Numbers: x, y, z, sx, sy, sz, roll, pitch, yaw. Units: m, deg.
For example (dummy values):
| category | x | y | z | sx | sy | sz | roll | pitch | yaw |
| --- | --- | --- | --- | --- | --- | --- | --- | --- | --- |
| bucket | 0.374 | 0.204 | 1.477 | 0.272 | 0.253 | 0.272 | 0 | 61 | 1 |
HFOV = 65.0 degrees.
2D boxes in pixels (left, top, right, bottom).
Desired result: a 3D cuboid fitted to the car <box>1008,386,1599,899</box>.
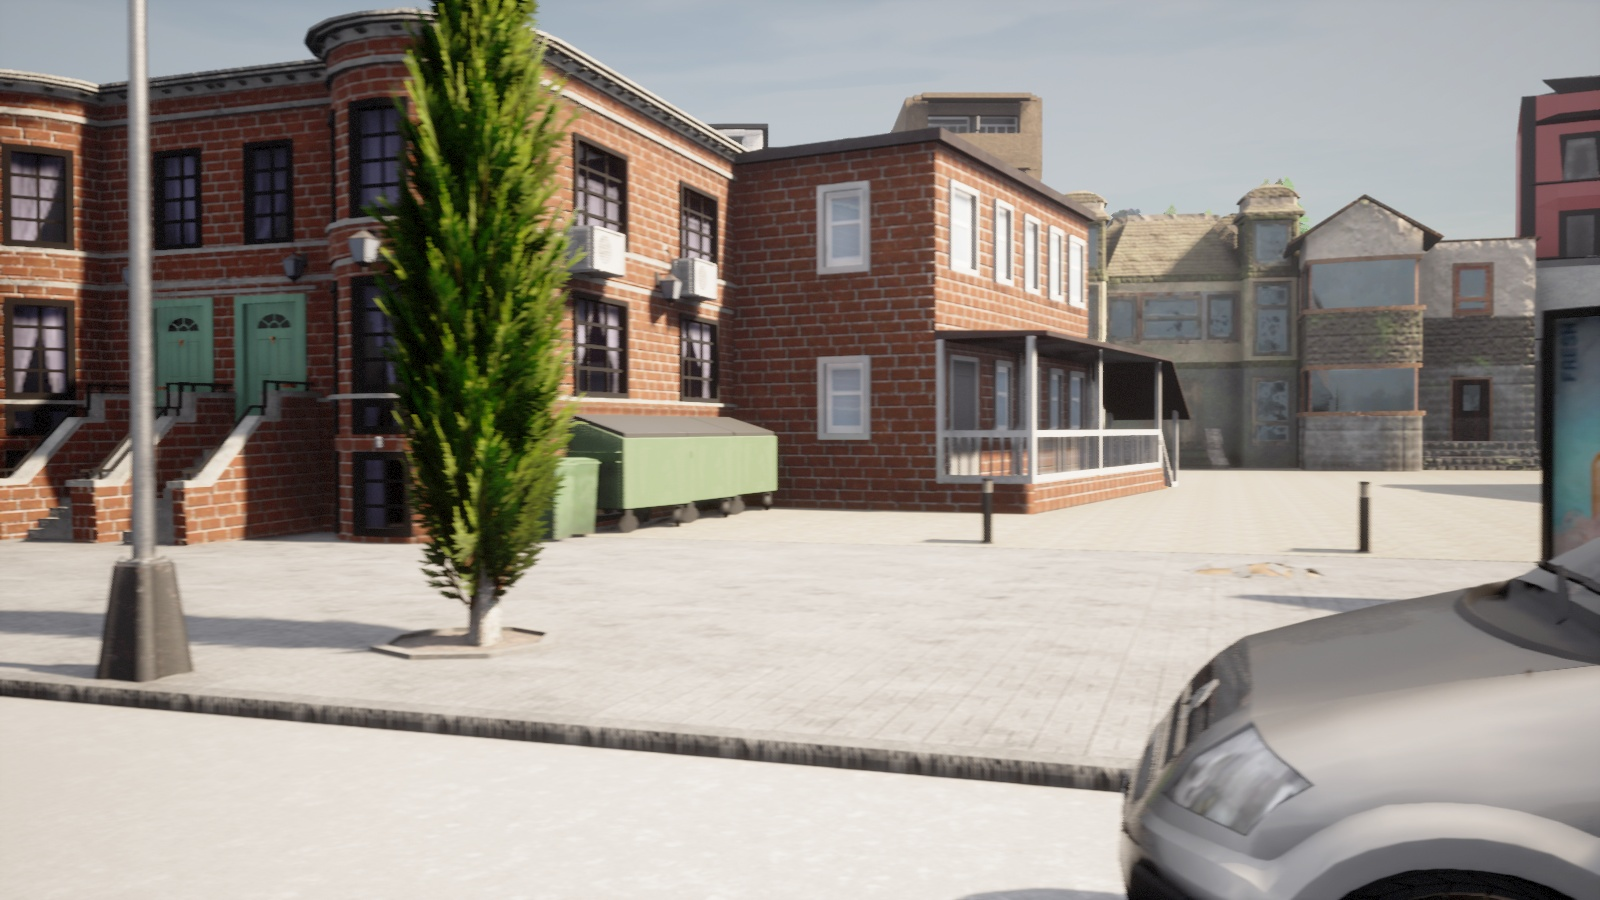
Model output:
| category | x | y | z | sx | sy | sz | roll | pitch | yaw |
| --- | --- | --- | --- | --- | --- | --- | --- | --- | --- |
| car | 2.617 | 0.689 | 2.838 | 3.988 | 1.617 | 1.851 | 1 | 1 | 19 |
